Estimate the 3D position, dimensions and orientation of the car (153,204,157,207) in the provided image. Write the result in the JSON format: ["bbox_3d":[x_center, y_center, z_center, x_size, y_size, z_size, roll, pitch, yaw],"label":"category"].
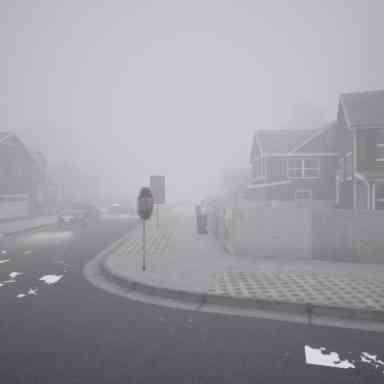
[{"bbox_3d":[-6.394,1.575,51.002,2.033,1.411,5.357,-1,0,5],"label":"car"}]

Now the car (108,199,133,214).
[{"bbox_3d":[-7.439,1.520,34.971,1.812,1.442,4.674,-1,0,2],"label":"car"}]

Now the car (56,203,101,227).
[{"bbox_3d":[-7.692,1.501,23.004,2.128,1.511,4.902,-1,0,0],"label":"car"}]
